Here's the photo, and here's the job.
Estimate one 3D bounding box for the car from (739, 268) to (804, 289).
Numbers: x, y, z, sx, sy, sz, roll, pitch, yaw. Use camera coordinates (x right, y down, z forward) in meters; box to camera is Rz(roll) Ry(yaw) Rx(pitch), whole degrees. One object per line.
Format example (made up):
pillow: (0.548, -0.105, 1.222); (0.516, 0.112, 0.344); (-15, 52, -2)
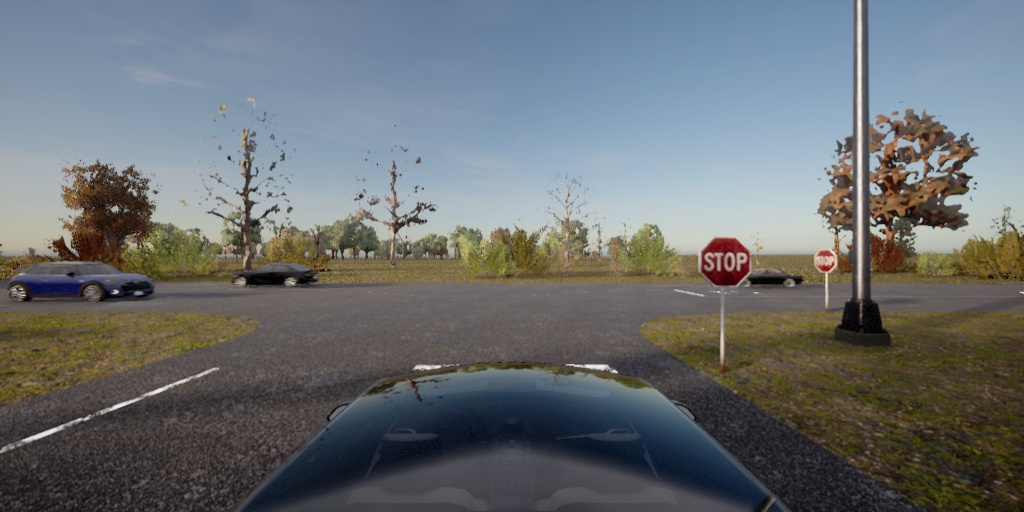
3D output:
car: (16.411, 1.472, 23.843); (4.718, 1.301, 1.895); (0, 0, -2)

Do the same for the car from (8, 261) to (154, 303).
car: (-18.861, 1.062, 15.889); (4.553, 1.767, 2.097); (0, 0, -2)

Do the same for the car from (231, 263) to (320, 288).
car: (-15.101, 1.212, 23.001); (5.008, 1.535, 1.882); (0, 0, -2)
